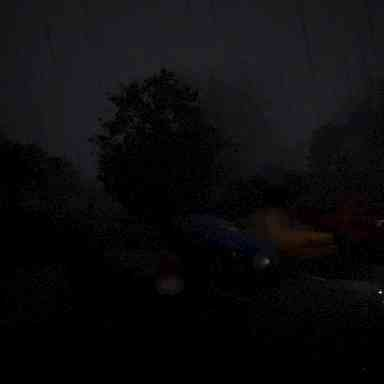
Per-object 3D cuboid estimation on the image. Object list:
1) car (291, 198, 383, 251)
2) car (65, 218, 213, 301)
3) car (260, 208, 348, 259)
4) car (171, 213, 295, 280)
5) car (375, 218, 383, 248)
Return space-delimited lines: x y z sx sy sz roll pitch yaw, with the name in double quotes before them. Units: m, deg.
"car" 7.217 1.354 15.168 2.185 1.767 4.553 0 0 -35
"car" -1.854 1.510 8.700 2.163 1.488 4.792 0 0 -35
"car" 2.455 1.477 12.038 1.946 1.575 5.366 0 0 -35
"car" 0.394 1.481 10.347 2.097 1.535 5.008 0 0 -35
"car" 7.218 1.507 9.035 4.892 1.490 1.837 1 0 -35
